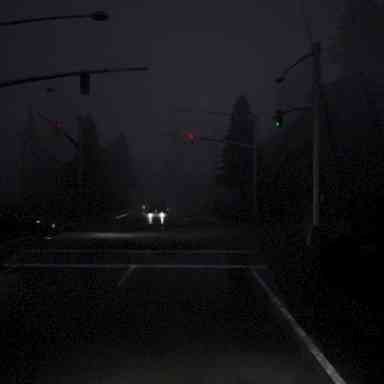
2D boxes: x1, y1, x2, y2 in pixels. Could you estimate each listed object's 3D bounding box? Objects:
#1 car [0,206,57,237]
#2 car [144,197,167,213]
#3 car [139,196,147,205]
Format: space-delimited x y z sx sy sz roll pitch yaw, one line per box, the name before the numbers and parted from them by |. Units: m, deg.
car | -9.625 1.481 17.344 4.902 1.511 2.128 0 0 3
car | -3.776 1.523 37.062 2.033 1.411 5.357 0 0 -1
car | -8.279 1.488 59.261 1.812 1.442 4.674 0 1 -21
